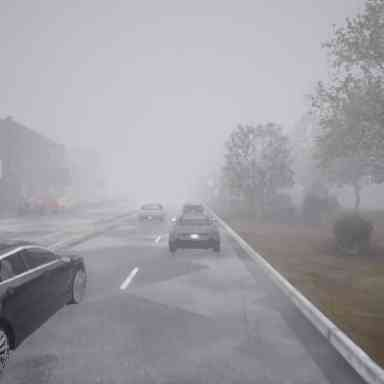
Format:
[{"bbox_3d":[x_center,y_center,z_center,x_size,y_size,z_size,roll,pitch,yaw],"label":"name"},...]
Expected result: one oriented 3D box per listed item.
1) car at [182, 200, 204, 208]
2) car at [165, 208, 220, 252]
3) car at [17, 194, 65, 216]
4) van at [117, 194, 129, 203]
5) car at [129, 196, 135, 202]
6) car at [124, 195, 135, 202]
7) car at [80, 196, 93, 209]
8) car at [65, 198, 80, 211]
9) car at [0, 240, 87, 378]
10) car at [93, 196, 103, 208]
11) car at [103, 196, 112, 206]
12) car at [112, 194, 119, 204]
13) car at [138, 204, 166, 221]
[{"bbox_3d":[0.093,1.527,31.364,1.882,1.535,5.008,0,0,0],"label":"car"},{"bbox_3d":[0.096,1.586,14.096,1.994,1.385,4.181,0,0,0],"label":"car"},{"bbox_3d":[-15.465,1.253,33.870,2.435,2.045,5.566,0,0,0],"label":"car"},{"bbox_3d":[-15.568,1.347,72.458,1.878,1.987,4.442,0,0,0],"label":"van"},{"bbox_3d":[-15.585,1.613,78.069,2.163,1.488,4.792,0,0,0],"label":"car"},{"bbox_3d":[-15.616,1.633,83.565,2.002,1.452,4.674,-2,0,0],"label":"car"},{"bbox_3d":[-15.495,1.525,44.829,2.231,1.521,4.892,0,0,0],"label":"car"},{"bbox_3d":[-15.480,1.514,39.303,2.097,1.535,5.008,0,0,0],"label":"car"},{"bbox_3d":[-3.153,1.500,5.177,2.128,1.511,4.902,0,0,0],"label":"car"},{"bbox_3d":[-15.509,1.408,50.379,2.185,1.767,4.553,0,0,0],"label":"car"},{"bbox_3d":[-15.524,1.418,55.905,2.185,1.767,4.553,0,0,0],"label":"car"},{"bbox_3d":[-15.539,1.594,61.526,2.002,1.452,4.674,0,0,0],"label":"car"},{"bbox_3d":[-3.156,1.644,27.327,1.895,1.301,4.718,0,0,0],"label":"car"}]
